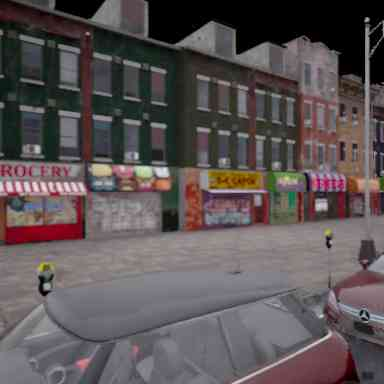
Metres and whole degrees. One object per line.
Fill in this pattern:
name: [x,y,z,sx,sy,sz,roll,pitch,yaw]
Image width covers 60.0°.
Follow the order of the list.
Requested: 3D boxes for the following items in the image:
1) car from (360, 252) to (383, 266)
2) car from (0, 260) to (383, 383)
car: [3.996,1.577,5.662,4.206,1.307,1.802,0,0,-36]
car: [-0.625,1.440,2.366,4.097,1.590,1.967,0,0,-36]
